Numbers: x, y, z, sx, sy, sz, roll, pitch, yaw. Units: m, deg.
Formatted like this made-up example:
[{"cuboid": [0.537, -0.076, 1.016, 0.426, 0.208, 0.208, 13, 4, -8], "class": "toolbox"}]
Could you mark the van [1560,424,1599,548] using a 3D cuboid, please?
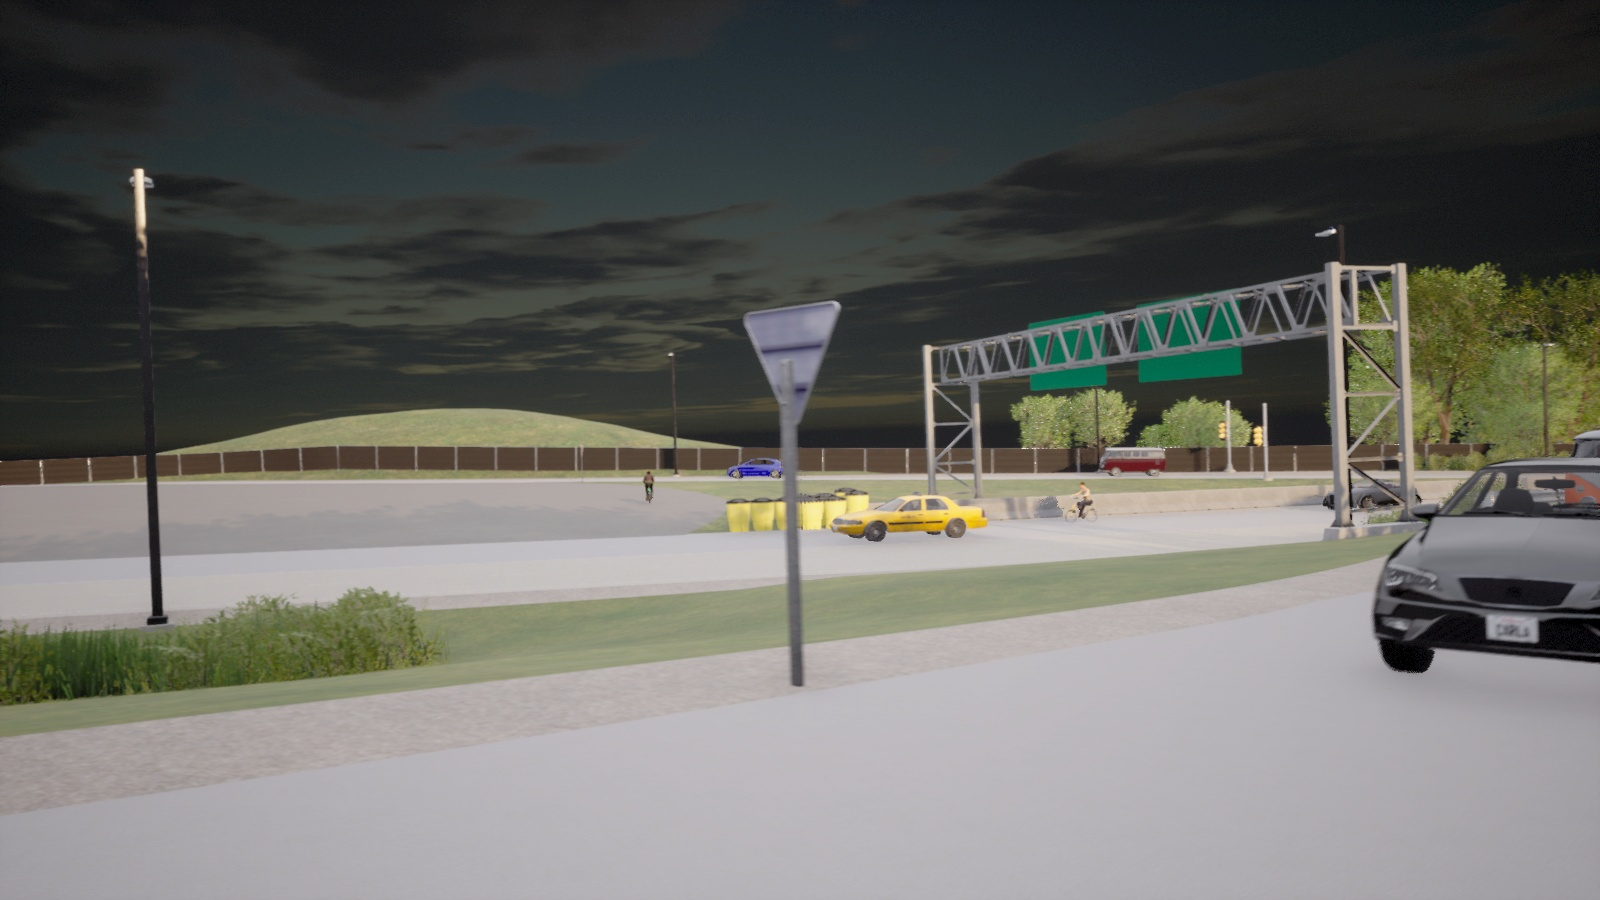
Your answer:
[{"cuboid": [14.379, 0.581, 21.751, 1.775, 1.987, 4.442, -1, -1, 35], "class": "van"}]

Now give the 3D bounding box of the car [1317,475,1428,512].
[{"cuboid": [24.620, 1.842, 54.025, 4.181, 1.385, 1.994, -1, 1, -21], "class": "car"}]

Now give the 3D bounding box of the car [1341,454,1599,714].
[{"cuboid": [5.463, 0.772, 9.066, 1.816, 1.474, 4.193, 0, 0, 39], "class": "car"}]

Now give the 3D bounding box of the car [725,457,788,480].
[{"cuboid": [-3.061, 1.296, 88.428, 4.193, 1.474, 1.816, -1, 1, 6], "class": "car"}]

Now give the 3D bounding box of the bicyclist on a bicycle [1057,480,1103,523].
[{"cuboid": [10.855, 1.983, 48.689, 1.509, 1.612, 0.866, -1, 1, -21], "class": "bicyclist on a bicycle"}]

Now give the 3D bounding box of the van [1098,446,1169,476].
[{"cuboid": [22.757, 0.735, 85.804, 4.442, 1.987, 1.775, -1, 1, 6], "class": "van"}]

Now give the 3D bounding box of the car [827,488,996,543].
[{"cuboid": [3.763, 2.153, 42.204, 5.366, 1.575, 1.801, -1, 0, -20], "class": "car"}]
